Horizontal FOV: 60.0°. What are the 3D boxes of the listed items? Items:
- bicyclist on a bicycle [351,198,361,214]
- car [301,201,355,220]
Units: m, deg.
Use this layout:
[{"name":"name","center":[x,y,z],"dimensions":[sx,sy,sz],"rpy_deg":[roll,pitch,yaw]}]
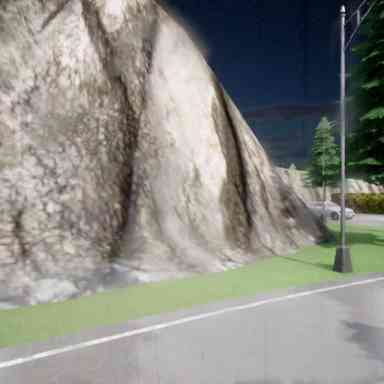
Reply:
[{"name":"bicyclist on a bicycle","center":[16.458,1.447,33.365],"dimensions":[1.656,1.620,0.582],"rpy_deg":[0,0,-28]},{"name":"car","center":[11.287,1.521,27.983],"dimensions":[1.812,1.442,4.674],"rpy_deg":[0,0,-28]}]
